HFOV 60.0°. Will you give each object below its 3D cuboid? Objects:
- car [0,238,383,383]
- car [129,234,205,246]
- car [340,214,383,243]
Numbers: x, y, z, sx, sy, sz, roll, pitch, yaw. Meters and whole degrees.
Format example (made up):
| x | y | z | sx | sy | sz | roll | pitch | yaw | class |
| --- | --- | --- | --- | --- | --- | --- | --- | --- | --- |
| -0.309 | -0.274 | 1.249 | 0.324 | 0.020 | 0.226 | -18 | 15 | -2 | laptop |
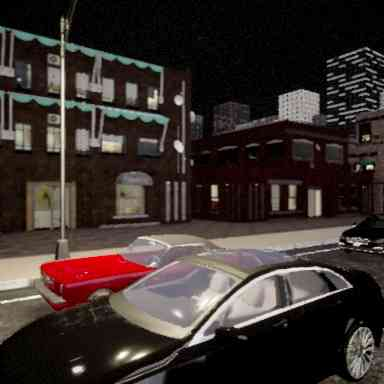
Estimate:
| x | y | z | sx | sy | sz | roll | pitch | yaw | class |
| --- | --- | --- | --- | --- | --- | --- | --- | --- | --- |
| 0.378 | 1.514 | 3.923 | 4.902 | 1.511 | 2.128 | 1 | 0 | -35 | car |
| -0.734 | 1.631 | 7.116 | 4.718 | 1.301 | 1.895 | 1 | 0 | -35 | car |
| 7.748 | 1.626 | 13.081 | 4.892 | 1.490 | 1.837 | 1 | 0 | -35 | car |
